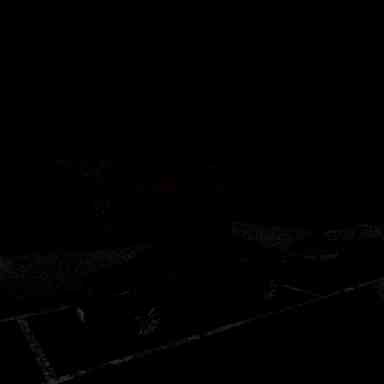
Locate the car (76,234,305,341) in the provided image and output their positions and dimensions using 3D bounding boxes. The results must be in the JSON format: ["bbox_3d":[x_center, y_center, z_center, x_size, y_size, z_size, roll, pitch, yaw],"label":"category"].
[{"bbox_3d":[0.005,1.566,6.539,4.313,1.339,1.947,0,0,-35],"label":"car"}]

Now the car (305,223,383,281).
[{"bbox_3d":[4.486,1.582,9.731,4.206,1.307,1.802,0,0,-35],"label":"car"}]
